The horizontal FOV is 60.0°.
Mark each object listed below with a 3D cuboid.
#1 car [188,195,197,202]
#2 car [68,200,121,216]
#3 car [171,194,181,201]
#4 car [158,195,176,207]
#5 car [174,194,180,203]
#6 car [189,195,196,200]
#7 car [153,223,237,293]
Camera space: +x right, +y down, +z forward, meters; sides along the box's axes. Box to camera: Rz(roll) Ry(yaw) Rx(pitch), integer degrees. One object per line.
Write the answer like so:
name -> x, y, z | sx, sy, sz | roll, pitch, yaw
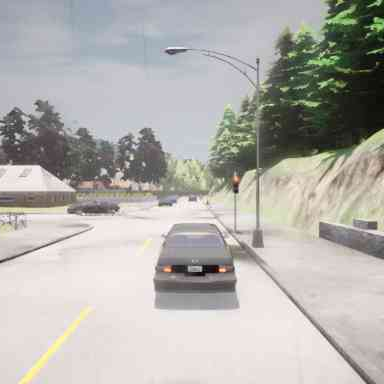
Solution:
car -> 0.137, 1.516, 75.751 | 2.128, 1.511, 4.902 | 0, 0, 0
car -> -9.328, 1.491, 31.981 | 4.902, 1.511, 2.128 | 0, 1, -18
car -> -3.855, 1.325, 79.960 | 2.128, 1.511, 4.902 | 0, 0, 0
car -> -4.003, 1.564, 51.121 | 1.994, 1.385, 4.181 | 0, 0, 0
car -> -3.920, 1.478, 64.970 | 1.882, 1.535, 5.008 | 0, 0, 1
car -> 0.156, 1.408, 86.111 | 1.812, 1.442, 4.674 | 0, 0, 0
car -> 0.075, 1.547, 8.997 | 2.033, 1.411, 5.357 | 0, 0, 0
